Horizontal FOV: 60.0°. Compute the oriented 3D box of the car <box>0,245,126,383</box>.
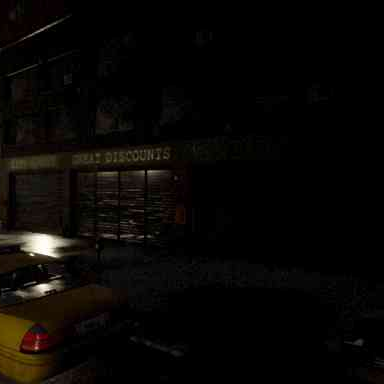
[{"bbox_3d":[-3.056,1.524,5.267,4.829,1.417,1.752,0,1,36],"label":"car"}]

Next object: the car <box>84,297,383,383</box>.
[{"bbox_3d":[1.628,1.551,1.922,4.403,1.369,2.008,0,1,36],"label":"car"}]
